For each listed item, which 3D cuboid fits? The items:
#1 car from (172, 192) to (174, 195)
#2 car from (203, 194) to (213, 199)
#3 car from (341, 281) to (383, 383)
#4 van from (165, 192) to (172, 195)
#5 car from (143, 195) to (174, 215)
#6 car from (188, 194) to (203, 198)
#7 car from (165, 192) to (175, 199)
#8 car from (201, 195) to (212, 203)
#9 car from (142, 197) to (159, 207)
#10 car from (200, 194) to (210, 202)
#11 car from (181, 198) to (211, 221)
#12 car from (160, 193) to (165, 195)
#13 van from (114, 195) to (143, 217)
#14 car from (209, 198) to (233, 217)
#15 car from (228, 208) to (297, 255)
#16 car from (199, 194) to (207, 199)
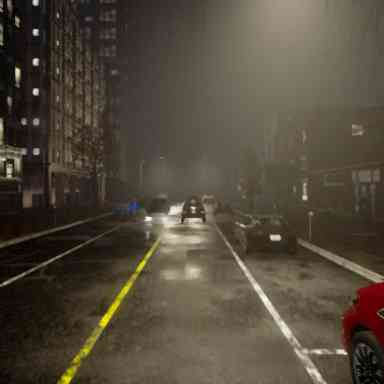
[{"bbox_3d":[-5.684,1.182,73.693,1.887,1.381,4.507,0,0,0],"label":"car"},{"bbox_3d":[2.697,1.152,57.079,1.967,1.590,4.097,0,0,0],"label":"car"},{"bbox_3d":[2.694,1.305,1.709,2.192,1.841,5.009,0,0,0],"label":"car"},{"bbox_3d":[-5.684,1.003,68.155,1.690,1.788,3.998,0,0,0],"label":"van"},{"bbox_3d":[-3.086,1.312,31.405,1.882,1.535,5.008,0,0,0],"label":"car"},{"bbox_3d":[0.102,1.278,44.029,1.837,1.490,4.892,0,0,0],"label":"car"},{"bbox_3d":[-5.683,0.905,84.766,2.192,1.841,5.009,0,0,0],"label":"car"},{"bbox_3d":[2.696,1.268,62.617,1.802,1.307,4.206,0,0,0],"label":"car"},{"bbox_3d":[-5.685,1.346,46.009,1.802,1.307,4.206,0,0,0],"label":"car"},{"bbox_3d":[2.697,1.206,68.154,1.887,1.381,4.507,0,0,0],"label":"car"},{"bbox_3d":[0.102,1.412,25.449,2.033,1.411,5.357,0,0,0],"label":"car"},{"bbox_3d":[-5.685,1.178,51.545,1.967,1.590,4.097,0,0,0],"label":"car"},{"bbox_3d":[-5.686,1.186,29.397,1.690,1.788,3.998,0,0,0],"label":"van"},{"bbox_3d":[2.694,1.426,29.395,1.802,1.307,4.206,0,0,0],"label":"car"},{"bbox_3d":[2.693,1.496,12.784,1.947,1.339,4.313,0,0,0],"label":"car"},{"bbox_3d":[2.697,1.156,84.765,1.947,1.339,4.313,0,0,0],"label":"car"}]
